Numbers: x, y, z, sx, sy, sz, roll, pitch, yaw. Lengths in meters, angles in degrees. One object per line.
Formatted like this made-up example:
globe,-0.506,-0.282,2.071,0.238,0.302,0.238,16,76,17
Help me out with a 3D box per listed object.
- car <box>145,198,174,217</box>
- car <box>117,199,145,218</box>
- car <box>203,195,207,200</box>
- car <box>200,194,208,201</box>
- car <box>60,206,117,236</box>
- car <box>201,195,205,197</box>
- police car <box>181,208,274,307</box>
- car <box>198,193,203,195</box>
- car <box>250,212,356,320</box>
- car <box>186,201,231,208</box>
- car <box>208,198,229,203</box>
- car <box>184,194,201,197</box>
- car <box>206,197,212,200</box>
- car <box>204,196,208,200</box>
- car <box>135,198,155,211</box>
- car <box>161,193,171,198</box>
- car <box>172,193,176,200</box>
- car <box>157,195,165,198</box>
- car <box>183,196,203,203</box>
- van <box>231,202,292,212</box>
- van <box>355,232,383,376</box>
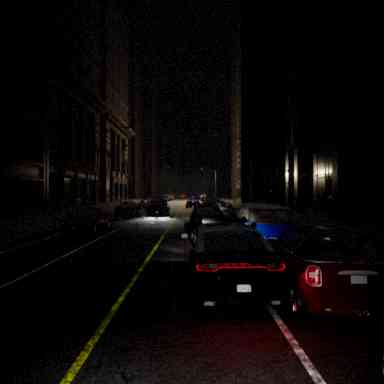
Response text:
car,-3.028,1.553,30.910,1.994,1.385,4.181,0,0,0
car,-5.780,1.540,29.812,2.008,1.369,4.403,1,0,0
car,2.786,1.519,46.671,1.887,1.381,4.507,1,0,0
car,2.866,1.362,80.419,1.967,1.590,4.097,1,0,0
car,-5.806,1.540,18.563,1.887,1.381,4.507,1,0,0
car,2.799,1.512,52.296,1.887,1.381,4.507,1,0,0
police car,0.772,1.425,8.208,1.930,1.638,5.238,0,0,-2
car,2.852,1.477,74.795,1.887,1.381,4.507,1,0,0
car,2.694,1.440,7.298,1.967,1.590,4.097,1,0,0
car,0.784,1.474,18.136,1.882,1.535,5.008,0,0,0
car,2.746,1.541,29.797,2.008,1.369,4.403,1,0,0
car,0.135,1.509,56.622,2.033,1.411,5.357,0,0,0
car,2.759,1.530,35.422,1.887,1.381,4.507,1,0,0
car,2.772,1.525,41.046,1.887,1.381,4.507,1,0,0
car,-5.754,1.506,40.890,1.752,1.417,4.829,1,0,0
car,-5.699,1.390,63.559,1.967,1.590,4.097,1,0,0
car,-5.661,1.488,80.432,1.947,1.339,4.313,1,0,0
car,-5.727,1.549,52.310,1.802,1.307,4.206,1,0,0
car,0.136,1.578,44.492,1.895,1.301,4.718,0,0,1
van,2.708,1.339,12.923,1.690,1.788,3.998,1,0,0
van,2.681,1.341,1.673,1.690,1.788,3.998,1,0,0
